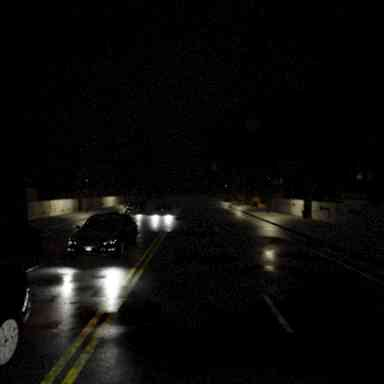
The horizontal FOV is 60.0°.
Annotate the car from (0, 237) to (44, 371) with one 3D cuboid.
[{"bbox_3d":[-3.348,1.515,2.920,1.882,1.535,5.008,0,-1,0],"label":"car"}]

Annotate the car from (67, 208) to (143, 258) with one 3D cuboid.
[{"bbox_3d":[-3.351,1.609,13.257,1.837,1.490,4.892,0,0,0],"label":"car"}]

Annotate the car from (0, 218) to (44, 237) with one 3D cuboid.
[{"bbox_3d":[-6.597,1.624,11.063,1.812,1.442,4.674,0,0,0],"label":"car"}]

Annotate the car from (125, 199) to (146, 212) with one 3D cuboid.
[{"bbox_3d":[-6.539,1.550,38.903,1.837,1.490,4.892,0,0,0],"label":"car"}]

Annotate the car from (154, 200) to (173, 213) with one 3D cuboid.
[{"bbox_3d":[-3.288,1.645,38.876,1.895,1.301,4.718,0,0,0],"label":"car"}]
